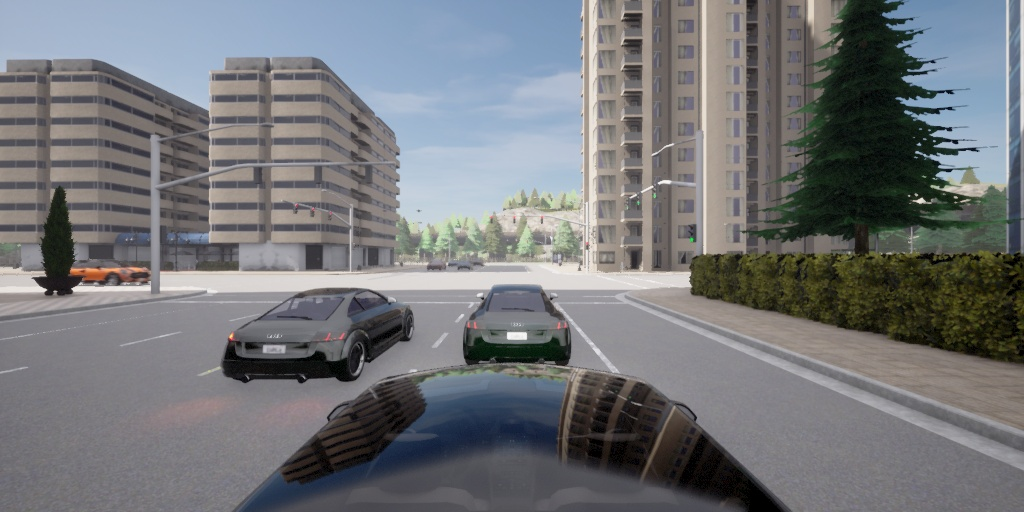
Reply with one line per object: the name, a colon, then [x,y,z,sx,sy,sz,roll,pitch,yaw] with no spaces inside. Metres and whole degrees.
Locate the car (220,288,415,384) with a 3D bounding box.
car: [-3.399,1.314,7.179,1.994,1.385,4.181,0,0,1]

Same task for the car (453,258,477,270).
car: [-6.682,1.297,51.829,2.033,1.411,5.357,0,0,1]

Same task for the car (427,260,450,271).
car: [-10.212,1.227,48.792,1.882,1.535,5.008,0,0,1]

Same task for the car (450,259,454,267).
car: [-10.059,1.297,63.359,2.033,1.411,5.357,0,0,1]

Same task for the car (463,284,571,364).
car: [0.113,1.314,8.036,1.994,1.385,4.181,0,0,1]

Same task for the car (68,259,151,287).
car: [-27.188,1.047,24.207,4.553,1.767,2.097,0,0,1]
